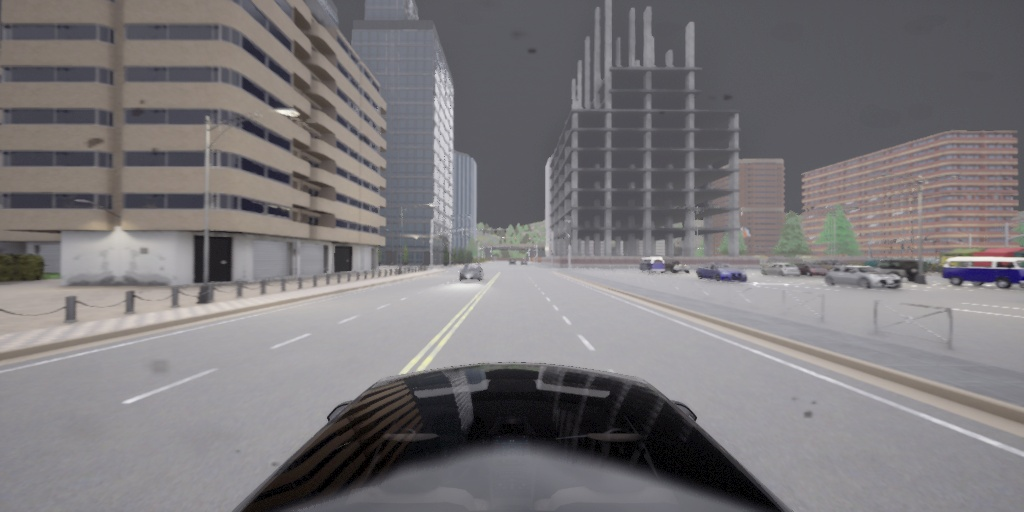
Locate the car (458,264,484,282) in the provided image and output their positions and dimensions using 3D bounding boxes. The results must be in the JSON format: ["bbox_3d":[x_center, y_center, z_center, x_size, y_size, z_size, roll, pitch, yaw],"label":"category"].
[{"bbox_3d":[-3.468,1.432,31.257,2.128,1.511,4.902,0,0,0],"label":"car"}]
